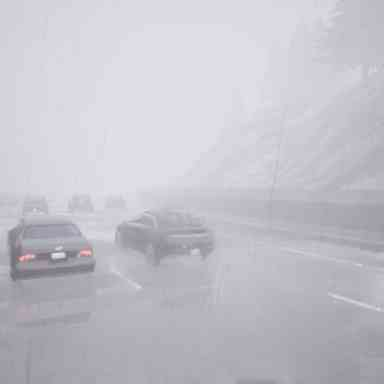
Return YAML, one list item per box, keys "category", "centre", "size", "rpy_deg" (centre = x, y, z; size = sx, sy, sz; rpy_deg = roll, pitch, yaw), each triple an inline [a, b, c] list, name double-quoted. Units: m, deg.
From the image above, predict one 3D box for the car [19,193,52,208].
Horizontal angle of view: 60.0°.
- category: "car"
  centre: [-12.676, 1.063, 27.195]
  size: [1.837, 1.490, 4.892]
  rpy_deg: [1, 0, -22]

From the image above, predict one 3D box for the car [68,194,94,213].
- category: "car"
  centre: [-10.327, 0.932, 30.866]
  size: [2.097, 1.767, 4.553]
  rpy_deg: [1, 0, -21]

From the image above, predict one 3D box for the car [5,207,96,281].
- category: "car"
  centre: [-4.170, 1.397, 9.471]
  size: [2.033, 1.411, 5.357]
  rpy_deg: [1, 0, -30]

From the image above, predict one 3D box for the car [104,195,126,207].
- category: "car"
  centre: [-8.139, 1.087, 35.039]
  size: [2.128, 1.511, 4.902]
  rpy_deg: [1, 0, -20]

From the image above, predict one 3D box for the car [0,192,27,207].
- category: "car"
  centre: [-19.812, 0.916, 36.353]
  size: [1.994, 1.385, 4.181]
  rpy_deg: [1, 0, -17]

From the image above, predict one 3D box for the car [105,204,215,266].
- category: "car"
  centre: [-1.115, 1.391, 11.266]
  size: [2.128, 1.511, 4.902]
  rpy_deg: [1, 0, -30]
